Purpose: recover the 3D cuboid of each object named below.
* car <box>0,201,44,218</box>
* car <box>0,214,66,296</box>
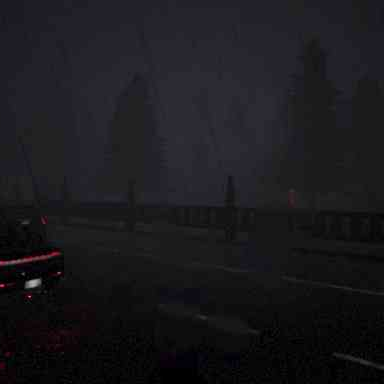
[{"bbox_3d":[-8.236,1.234,14.257,4.553,1.767,2.097,1,0,36],"label":"car"},{"bbox_3d":[-4.858,1.428,7.498,4.902,1.511,2.128,1,0,36],"label":"car"}]
